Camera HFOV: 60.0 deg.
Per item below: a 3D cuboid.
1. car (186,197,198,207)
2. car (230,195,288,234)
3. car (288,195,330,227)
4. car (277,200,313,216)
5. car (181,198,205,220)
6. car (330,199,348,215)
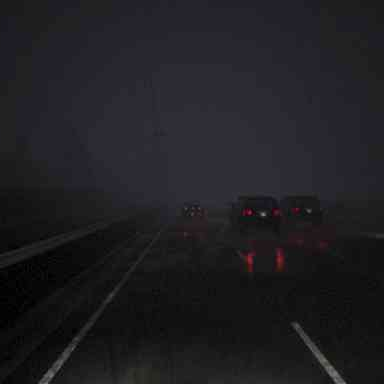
[{"bbox_3d":[0.001,1.608,54.812,1.994,1.385,4.181,0,0,0],"label":"car"},{"bbox_3d":[3.588,1.238,19.507,2.150,2.045,5.566,0,0,0],"label":"car"},{"bbox_3d":[7.100,1.240,22.858,2.150,2.045,5.566,0,0,0],"label":"car"},{"bbox_3d":[10.599,1.576,34.622,2.033,1.411,5.357,0,0,0],"label":"car"},{"bbox_3d":[0.065,1.516,28.522,2.128,1.511,4.902,0,0,0],"label":"car"},{"bbox_3d":[14.098,1.506,34.150,1.882,1.535,5.008,0,0,0],"label":"car"}]
